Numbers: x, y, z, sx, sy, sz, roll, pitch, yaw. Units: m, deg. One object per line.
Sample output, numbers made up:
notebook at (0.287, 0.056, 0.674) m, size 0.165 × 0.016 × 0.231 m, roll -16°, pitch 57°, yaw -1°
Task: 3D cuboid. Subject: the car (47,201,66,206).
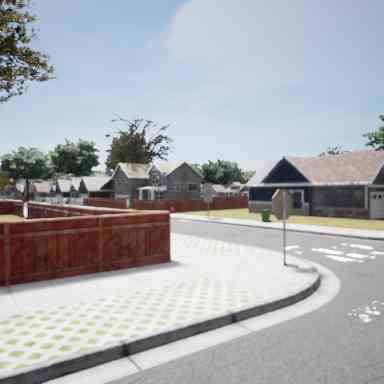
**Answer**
car at (-19.153, 1.949, 46.480) m, size 1.895 × 1.301 × 4.718 m, roll 0°, pitch 0°, yaw -36°
